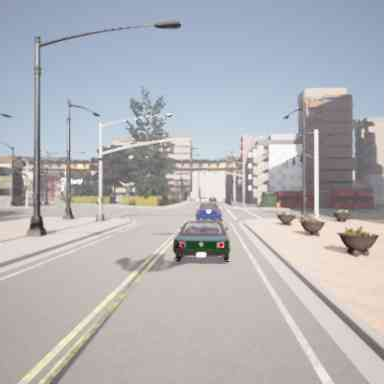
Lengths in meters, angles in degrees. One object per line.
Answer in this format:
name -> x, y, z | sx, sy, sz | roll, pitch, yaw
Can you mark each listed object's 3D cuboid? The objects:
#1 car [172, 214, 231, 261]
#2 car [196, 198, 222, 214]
car -> 0.456, 1.726, 12.780 | 1.895, 1.301, 4.718 | 0, -1, 4
car -> 1.443, 1.625, 27.927 | 2.097, 1.767, 4.553 | 0, -1, 4
